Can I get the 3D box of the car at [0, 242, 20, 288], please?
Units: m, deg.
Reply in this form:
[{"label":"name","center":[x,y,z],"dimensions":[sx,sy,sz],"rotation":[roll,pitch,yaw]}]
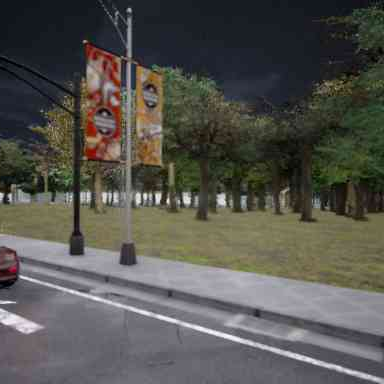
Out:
[{"label":"car","center":[-5.888,1.517,7.882],"dimensions":[4.674,1.442,1.812],"rotation":[0,0,35]}]
